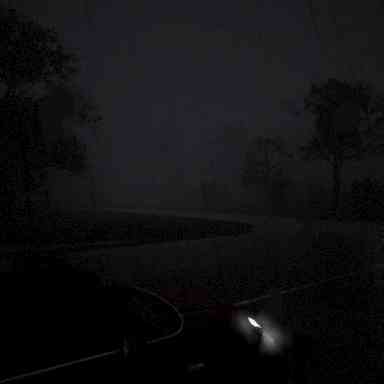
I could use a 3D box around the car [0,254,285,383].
[{"bbox_3d":[-1.309,1.351,2.789,4.553,1.767,2.097,0,0,-36],"label":"car"}]
